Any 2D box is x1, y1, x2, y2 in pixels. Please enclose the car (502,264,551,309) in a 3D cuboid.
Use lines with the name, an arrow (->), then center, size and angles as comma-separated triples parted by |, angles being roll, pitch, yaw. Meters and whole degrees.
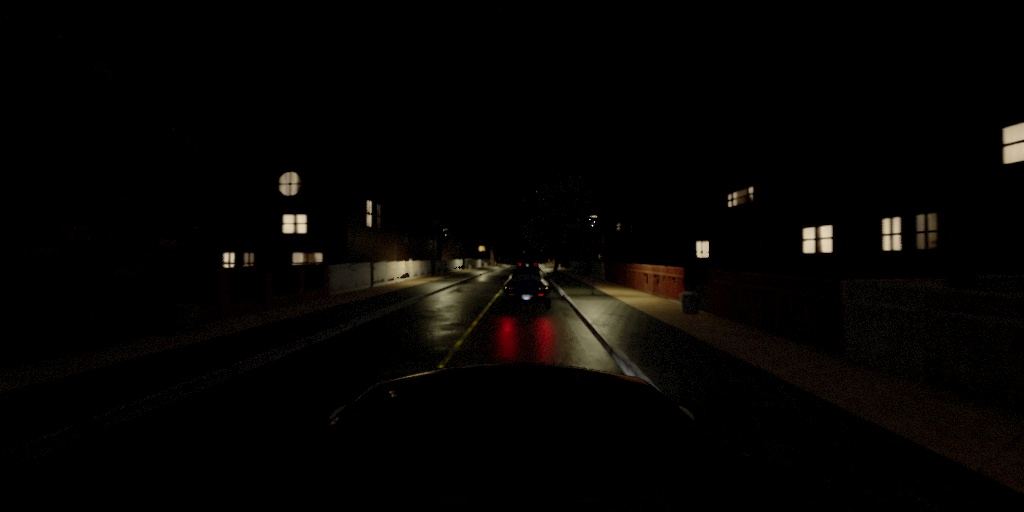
car -> 0.594, 1.250, 14.782 | 1.812, 1.442, 4.674 | 0, 0, 2

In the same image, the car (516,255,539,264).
car -> 1.550, 0.965, 36.007 | 2.150, 2.045, 5.566 | 0, 0, 3
